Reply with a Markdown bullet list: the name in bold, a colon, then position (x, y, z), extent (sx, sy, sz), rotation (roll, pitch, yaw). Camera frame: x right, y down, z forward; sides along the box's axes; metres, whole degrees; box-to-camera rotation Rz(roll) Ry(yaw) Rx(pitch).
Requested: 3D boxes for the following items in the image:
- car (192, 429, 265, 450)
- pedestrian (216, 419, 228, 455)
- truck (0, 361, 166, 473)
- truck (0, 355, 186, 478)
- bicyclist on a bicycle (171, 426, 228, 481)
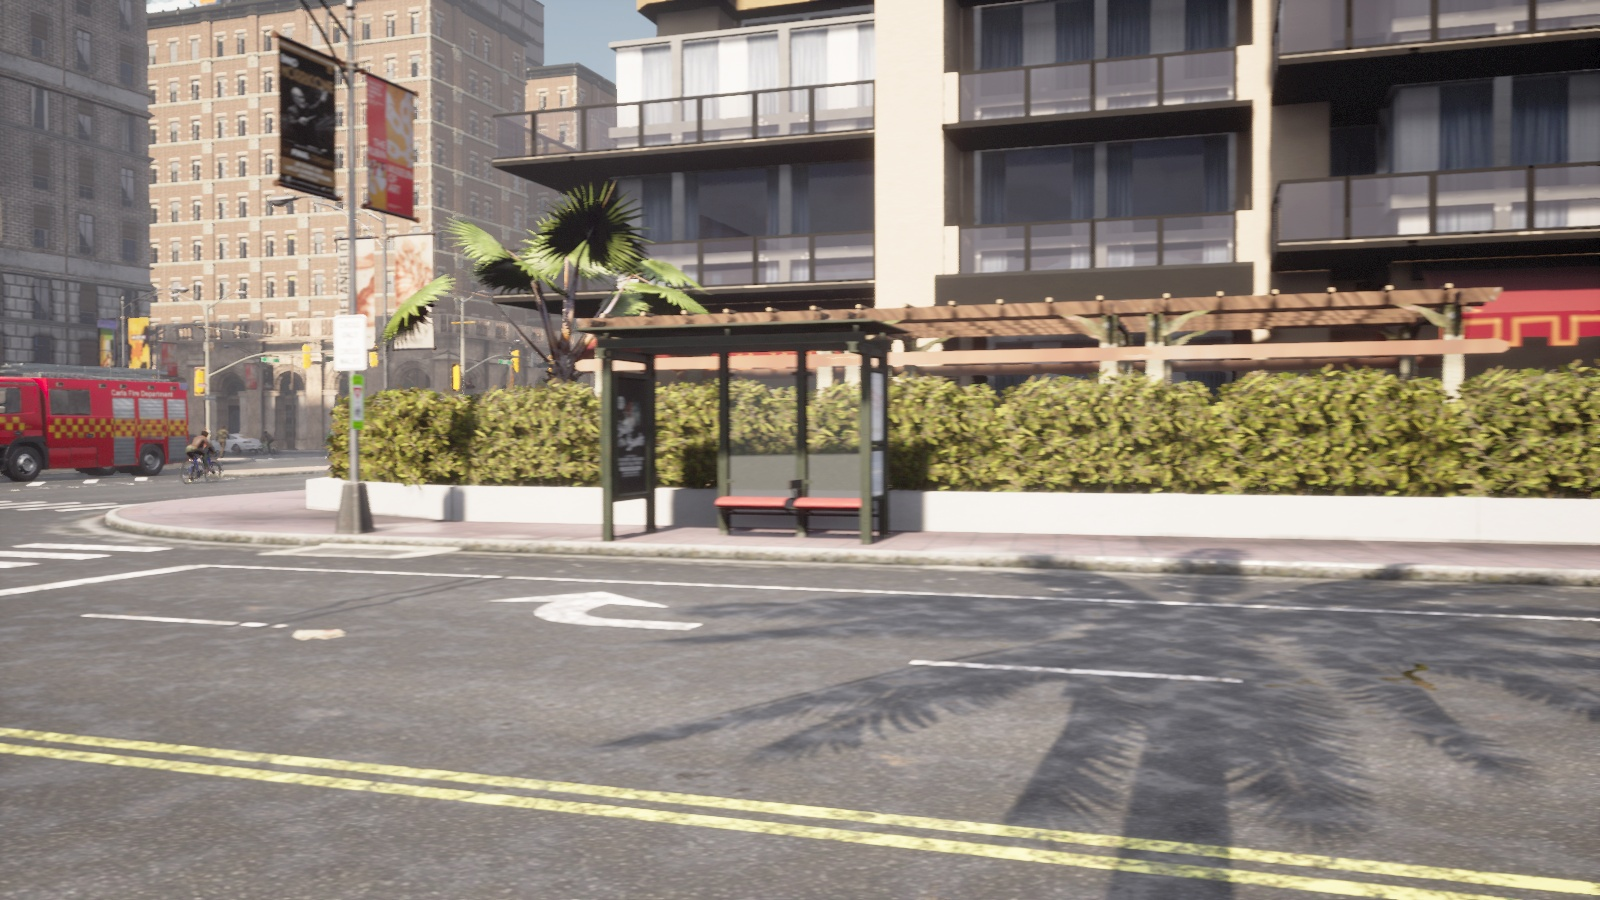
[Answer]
- **car**: position (-40.401, -0.726, 88.794), extent (4.674, 1.442, 1.812), rotation (1, 1, 18)
- **pedestrian**: position (-31.113, -0.720, 67.578), extent (0.395, 1.930, 0.692), rotation (0, 1, -7)
- **truck**: position (-27.806, -1.185, 46.171), extent (2.891, 3.827, 8.468), rotation (1, 1, 18)
- **truck**: position (-25.281, -1.121, 42.636), extent (2.891, 3.827, 8.468), rotation (1, 1, 18)
- **bicyclist on a bicycle**: position (-18.290, 0.095, 38.306), extent (0.582, 1.620, 1.656), rotation (1, 1, 18)
